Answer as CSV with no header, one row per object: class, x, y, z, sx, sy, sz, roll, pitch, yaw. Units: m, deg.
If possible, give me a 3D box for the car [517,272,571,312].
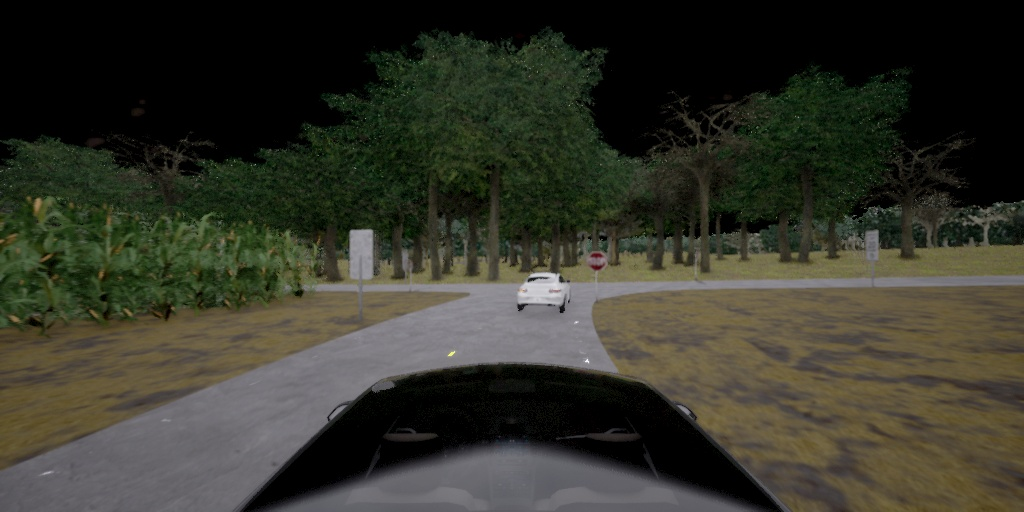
car,1.405,1.408,14.976,1.812,1.442,4.674,0,-1,13
